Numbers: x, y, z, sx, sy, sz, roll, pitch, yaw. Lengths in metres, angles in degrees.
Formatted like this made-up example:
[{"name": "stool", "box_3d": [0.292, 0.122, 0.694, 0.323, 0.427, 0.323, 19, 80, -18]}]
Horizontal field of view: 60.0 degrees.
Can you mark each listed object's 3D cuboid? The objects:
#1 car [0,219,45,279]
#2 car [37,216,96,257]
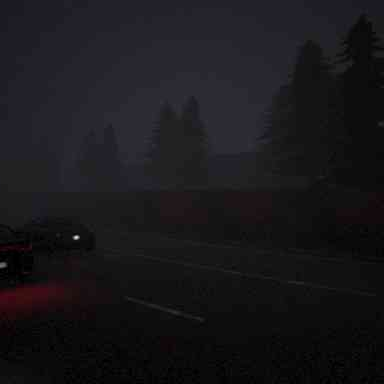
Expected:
[{"name": "car", "box_3d": [-6.257, 1.555, 9.372, 5.008, 1.535, 1.882, 0, 0, 42]}, {"name": "car", "box_3d": [-5.736, 1.672, 13.716, 4.181, 1.385, 1.994, 0, 0, 44]}]
